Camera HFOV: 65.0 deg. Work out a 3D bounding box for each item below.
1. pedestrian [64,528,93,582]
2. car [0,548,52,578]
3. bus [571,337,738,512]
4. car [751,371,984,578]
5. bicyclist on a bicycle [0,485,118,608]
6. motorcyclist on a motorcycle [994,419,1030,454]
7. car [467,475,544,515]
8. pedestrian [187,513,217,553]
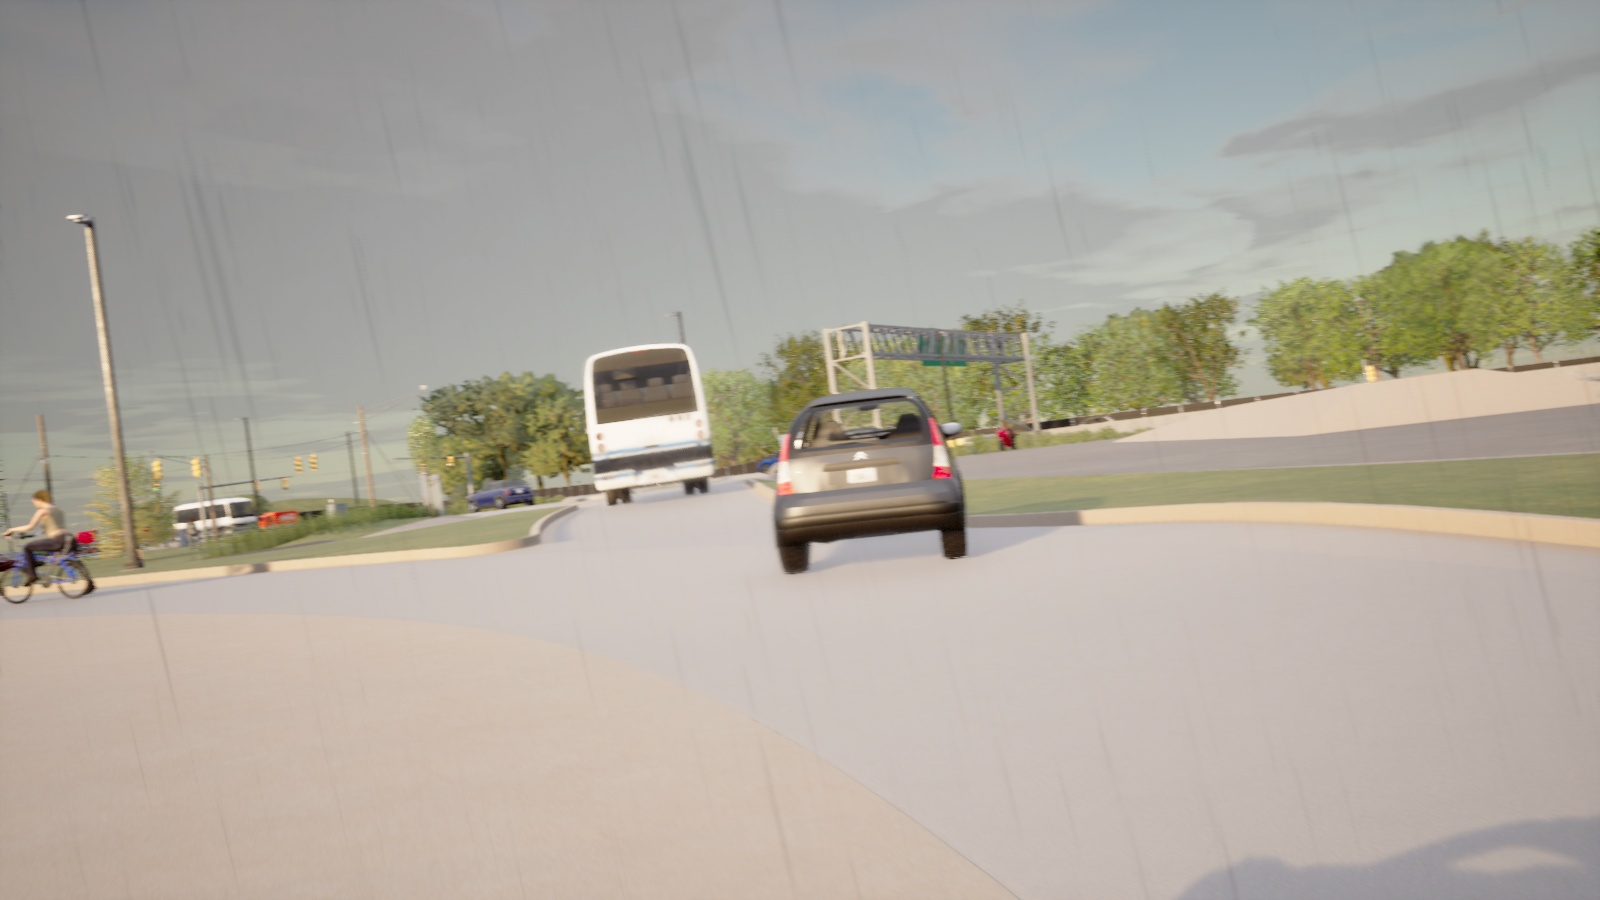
[{"bbox_3d":[-25.653,3.731,44.665,0.345,1.836,0.594,-9,-2,28],"label":"pedestrian"},{"bbox_3d":[-46.737,6.795,73.499,1.895,1.301,4.718,-9,-1,25],"label":"car"},{"bbox_3d":[-4.507,-0.634,39.082,3.944,4.253,10.273,-8,0,-7],"label":"bus"},{"bbox_3d":[0.810,0.170,12.844,1.851,1.617,3.988,-6,1,7],"label":"car"},{"bbox_3d":[-10.891,1.386,18.121,1.509,1.612,0.866,-6,-1,12],"label":"bicyclist on a bicycle"},{"bbox_3d":[10.076,-0.671,59.605,0.797,1.523,2.044,-7,-2,32],"label":"motorcyclist on a motorcycle"},{"bbox_3d":[-17.135,2.602,72.888,2.097,1.767,4.553,-6,-1,-45],"label":"car"},{"bbox_3d":[-30.700,4.250,64.422,0.900,1.855,0.874,-9,-2,38],"label":"pedestrian"}]
